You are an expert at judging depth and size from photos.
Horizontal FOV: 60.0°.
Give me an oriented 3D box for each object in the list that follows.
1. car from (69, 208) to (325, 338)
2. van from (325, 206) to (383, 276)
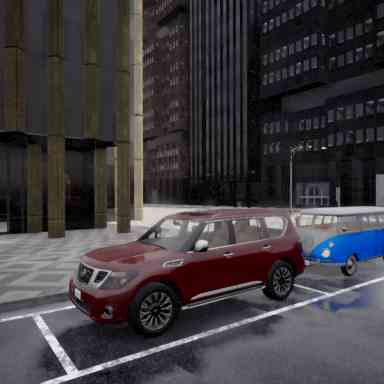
[{"bbox_3d":[0.208,1.315,6.809,5.009,1.841,2.192,0,0,-36],"label":"car"},{"bbox_3d":[4.704,1.341,10.020,3.998,1.788,1.690,0,0,-36],"label":"van"}]
